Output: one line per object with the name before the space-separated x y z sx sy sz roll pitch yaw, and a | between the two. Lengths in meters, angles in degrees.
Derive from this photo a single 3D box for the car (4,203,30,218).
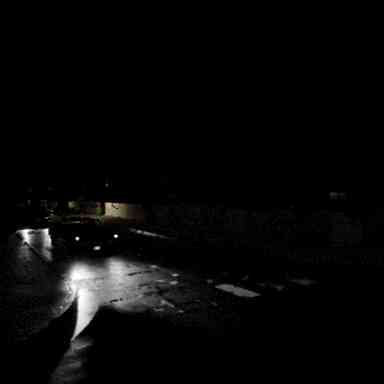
car | -18.957 1.972 35.949 2.033 1.411 5.357 1 -1 -33

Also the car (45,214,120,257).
car | -4.695 1.784 14.150 1.895 1.301 4.718 1 -1 -33

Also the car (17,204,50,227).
car | -12.216 1.814 25.629 1.837 1.490 4.892 1 -1 -33
